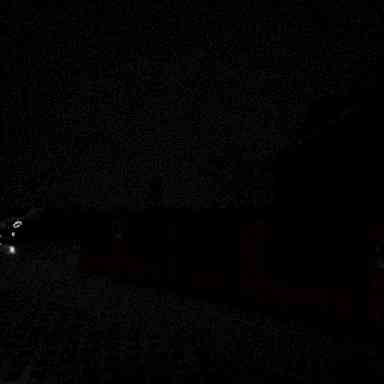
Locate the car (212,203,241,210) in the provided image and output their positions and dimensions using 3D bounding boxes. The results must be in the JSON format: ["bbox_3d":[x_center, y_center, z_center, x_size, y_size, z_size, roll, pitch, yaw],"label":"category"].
[{"bbox_3d":[3.535,1.966,34.208,1.837,1.490,4.892,-1,-1,35],"label":"car"}]

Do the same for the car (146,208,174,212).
[{"bbox_3d":[-2.732,1.903,25.321,1.994,1.385,4.181,-1,-1,35],"label":"car"}]

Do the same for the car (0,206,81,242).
[{"bbox_3d":[-7.940,1.584,17.931,2.097,1.767,4.553,-1,-1,35],"label":"car"}]
